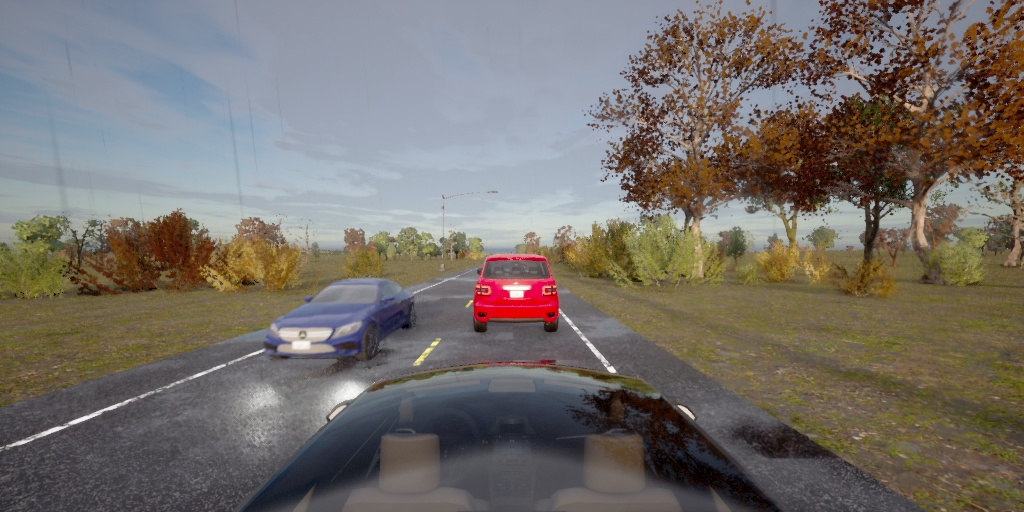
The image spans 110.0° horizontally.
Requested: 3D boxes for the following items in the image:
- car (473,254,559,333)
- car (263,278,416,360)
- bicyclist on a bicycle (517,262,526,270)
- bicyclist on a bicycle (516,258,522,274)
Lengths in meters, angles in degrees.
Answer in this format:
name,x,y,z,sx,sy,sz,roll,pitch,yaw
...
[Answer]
name,x,y,z,sx,sy,sz,roll,pitch,yaw
car,0.083,0.968,10.925,2.150,2.045,5.566,0,0,-1
car,-3.610,1.273,8.473,1.812,1.442,4.674,0,0,0
bicyclist on a bicycle,0.874,1.110,30.104,0.659,1.776,1.843,0,0,0
bicyclist on a bicycle,0.804,1.107,40.117,0.659,1.776,1.843,0,0,0
